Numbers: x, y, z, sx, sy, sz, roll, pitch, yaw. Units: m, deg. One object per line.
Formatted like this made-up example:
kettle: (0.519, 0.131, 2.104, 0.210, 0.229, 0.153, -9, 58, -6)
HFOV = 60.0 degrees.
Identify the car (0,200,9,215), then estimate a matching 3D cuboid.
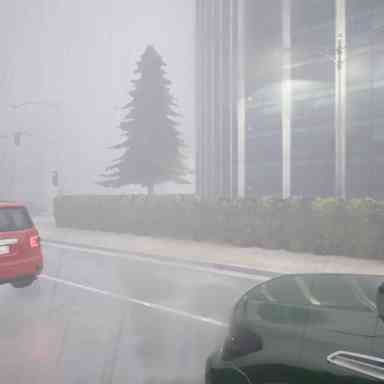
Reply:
car: (-20.808, 1.526, 32.561, 1.812, 1.442, 4.674, 0, 0, 39)

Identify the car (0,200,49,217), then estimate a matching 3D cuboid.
car: (-16.756, 1.547, 31.809, 2.033, 1.411, 5.357, 0, 0, 36)

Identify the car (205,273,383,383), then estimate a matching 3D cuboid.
car: (2.768, 1.221, 2.016, 5.566, 2.045, 2.150, 0, 0, 36)

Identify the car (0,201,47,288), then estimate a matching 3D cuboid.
car: (-5.812, 1.221, 8.081, 5.566, 2.045, 2.150, 0, 0, 38)
